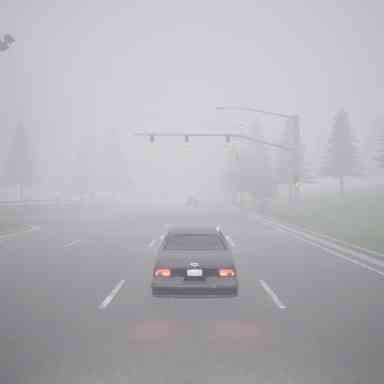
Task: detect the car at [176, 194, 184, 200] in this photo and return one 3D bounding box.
[{"bbox_3d":[-3.454,1.357,93.798,2.128,1.511,4.902,0,0,0],"label":"car"}]

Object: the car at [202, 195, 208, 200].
[{"bbox_3d":[3.546,1.500,94.208,1.837,1.490,4.892,0,0,0],"label":"car"}]

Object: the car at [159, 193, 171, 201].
[{"bbox_3d":[-6.959,1.217,83.409,2.150,2.045,5.566,0,0,0],"label":"car"}]

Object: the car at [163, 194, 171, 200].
[{"bbox_3d":[-6.954,1.385,93.799,1.994,1.385,4.181,0,0,0],"label":"car"}]

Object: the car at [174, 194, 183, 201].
[{"bbox_3d":[-3.459,1.516,83.794,1.812,1.442,4.674,0,0,0],"label":"car"}]

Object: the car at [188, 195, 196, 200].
[{"bbox_3d":[0.046,1.540,94.209,2.033,1.411,5.357,0,0,0],"label":"car"}]

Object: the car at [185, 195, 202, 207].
[{"bbox_3d":[0.023,1.352,52.733,2.097,1.767,4.553,0,0,0],"label":"car"}]

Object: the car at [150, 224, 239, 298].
[{"bbox_3d":[0.070,1.547,8.694,2.033,1.411,5.357,0,0,0],"label":"car"}]
